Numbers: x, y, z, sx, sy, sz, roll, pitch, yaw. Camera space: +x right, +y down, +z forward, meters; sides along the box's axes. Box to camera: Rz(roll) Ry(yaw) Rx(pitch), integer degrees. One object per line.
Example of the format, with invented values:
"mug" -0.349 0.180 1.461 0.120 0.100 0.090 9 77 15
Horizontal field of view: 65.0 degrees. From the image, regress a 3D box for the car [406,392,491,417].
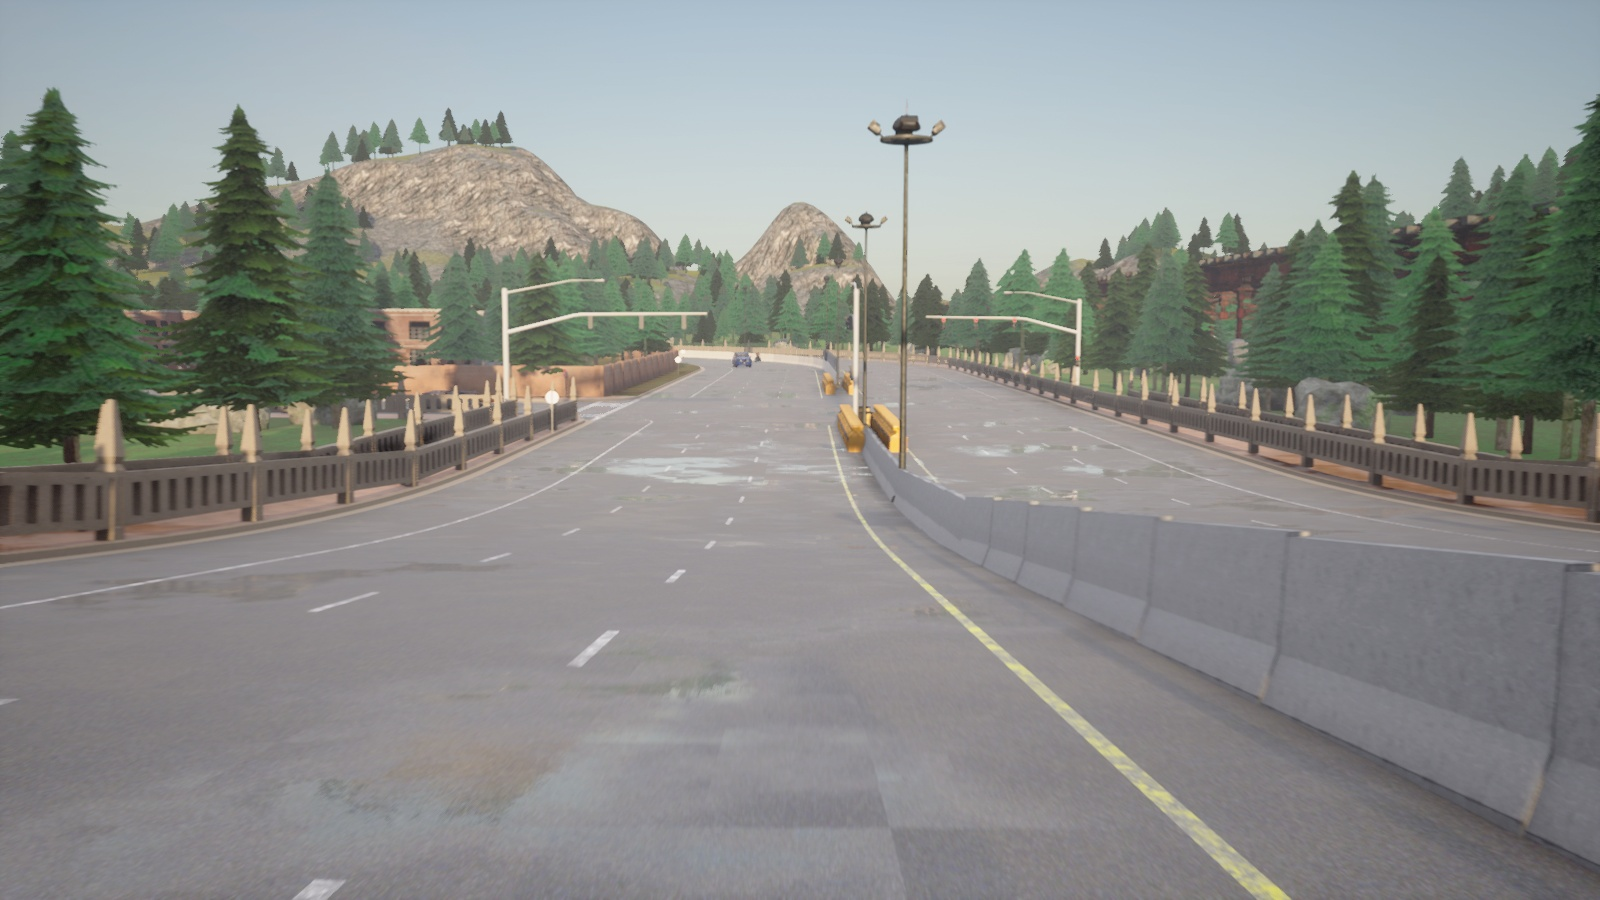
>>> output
"car" -22.835 -2.961 81.652 4.902 1.511 2.128 0 6 0
